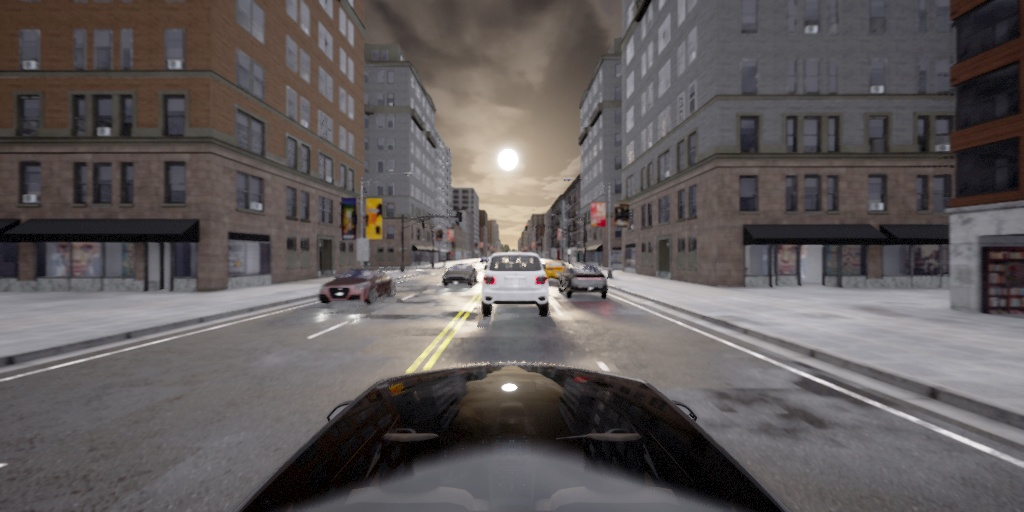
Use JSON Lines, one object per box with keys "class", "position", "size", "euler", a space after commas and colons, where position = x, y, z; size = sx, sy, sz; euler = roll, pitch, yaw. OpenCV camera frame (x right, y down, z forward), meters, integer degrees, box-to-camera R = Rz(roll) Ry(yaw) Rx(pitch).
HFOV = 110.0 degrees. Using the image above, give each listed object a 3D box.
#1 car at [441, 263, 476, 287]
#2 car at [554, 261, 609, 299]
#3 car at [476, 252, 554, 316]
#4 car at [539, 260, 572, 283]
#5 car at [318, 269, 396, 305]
{"class": "car", "position": [-3.320, 1.202, 23.870], "size": [2.033, 1.411, 5.357], "euler": [0, 0, 0]}
{"class": "car", "position": [3.347, 1.172, 17.647], "size": [2.128, 1.511, 4.902], "euler": [0, 0, 0]}
{"class": "car", "position": [0.104, 0.914, 13.337], "size": [2.150, 2.045, 5.566], "euler": [0, -1, 0]}
{"class": "car", "position": [3.261, 1.116, 27.787], "size": [1.882, 1.535, 5.008], "euler": [0, 0, 0]}
{"class": "car", "position": [-6.590, 1.253, 15.676], "size": [1.994, 1.385, 4.181], "euler": [0, 0, 0]}
